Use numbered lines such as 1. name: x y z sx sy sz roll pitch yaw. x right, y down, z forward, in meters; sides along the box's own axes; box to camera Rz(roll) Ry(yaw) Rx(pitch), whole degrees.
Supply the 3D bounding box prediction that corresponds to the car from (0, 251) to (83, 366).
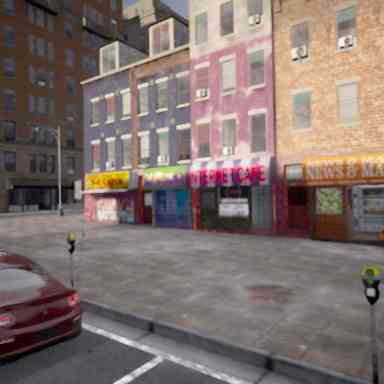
1. car: -3.473 1.615 5.310 4.206 1.307 1.802 0 -1 36
